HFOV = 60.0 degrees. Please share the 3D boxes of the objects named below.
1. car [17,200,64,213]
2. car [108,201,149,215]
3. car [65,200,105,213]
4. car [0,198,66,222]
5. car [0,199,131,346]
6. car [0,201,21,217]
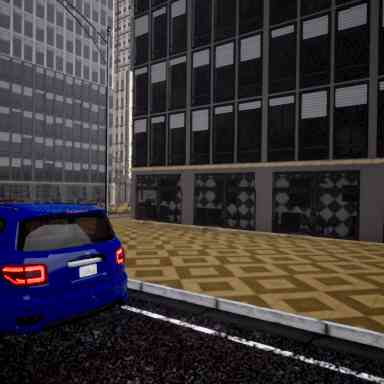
[{"bbox_3d":[-17.620,1.641,38.896,1.752,1.417,4.829,1,0,36],"label":"car"},{"bbox_3d":[-7.325,1.829,38.731,1.752,1.417,4.829,1,0,36],"label":"car"},{"bbox_3d":[-13.036,1.759,40.743,1.994,1.385,4.181,1,0,36],"label":"car"},{"bbox_3d":[-14.124,1.518,29.520,2.192,1.841,5.009,1,0,36],"label":"car"},{"bbox_3d":[-3.683,1.218,6.311,5.566,2.045,2.150,0,0,35],"label":"car"},{"bbox_3d":[-19.434,1.607,32.037,1.837,1.490,4.892,1,0,36],"label":"car"}]
